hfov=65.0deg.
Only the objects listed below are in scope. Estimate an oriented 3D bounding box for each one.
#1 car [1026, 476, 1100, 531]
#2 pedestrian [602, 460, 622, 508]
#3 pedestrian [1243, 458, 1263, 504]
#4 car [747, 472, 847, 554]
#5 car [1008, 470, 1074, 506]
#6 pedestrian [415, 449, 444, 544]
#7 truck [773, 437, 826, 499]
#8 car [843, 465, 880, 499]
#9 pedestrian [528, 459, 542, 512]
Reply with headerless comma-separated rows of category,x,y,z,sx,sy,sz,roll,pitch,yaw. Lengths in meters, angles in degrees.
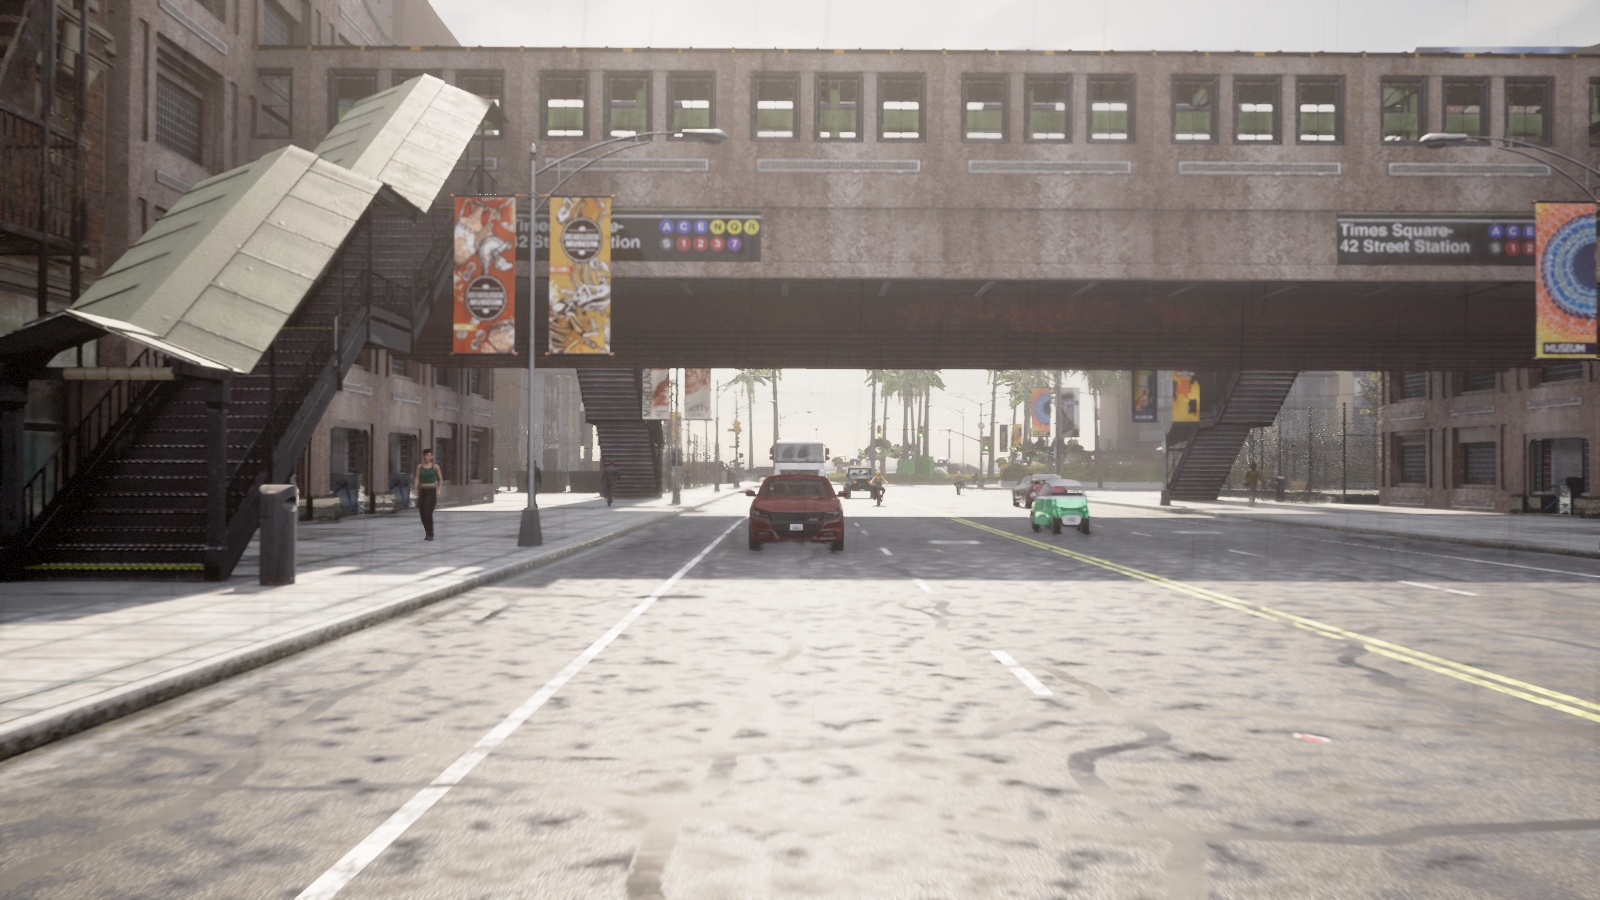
car,6.924,1.397,33.191,1.481,1.376,2.207,0,-1,0
pedestrian,-7.388,1.327,49.332,0.563,1.883,0.849,0,-1,8
pedestrian,18.394,1.251,51.000,0.431,1.840,0.709,0,-1,-10
car,-0.063,1.233,26.280,1.882,1.535,5.008,0,-1,0
car,10.510,1.640,54.990,2.007,1.525,4.514,0,-1,0
pedestrian,-7.271,0.913,24.627,0.345,1.836,0.594,0,-1,5
truck,-0.027,1.066,73.637,2.891,3.462,7.936,0,-1,0
car,3.479,1.797,71.724,1.905,1.878,3.866,0,-1,0
pedestrian,-9.257,1.243,43.888,0.353,1.847,0.614,0,-1,0
